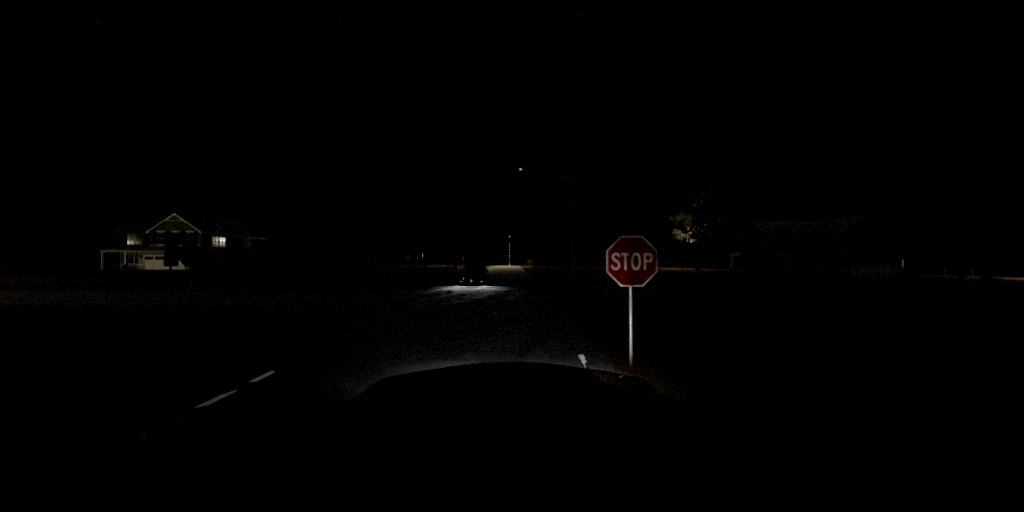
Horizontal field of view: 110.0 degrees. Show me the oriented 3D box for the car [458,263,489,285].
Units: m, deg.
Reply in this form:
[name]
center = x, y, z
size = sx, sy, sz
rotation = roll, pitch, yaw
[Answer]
[car]
center = -2.737, 1.348, 26.401
size = 1.837, 1.490, 4.892
rotation = 0, 2, 0
